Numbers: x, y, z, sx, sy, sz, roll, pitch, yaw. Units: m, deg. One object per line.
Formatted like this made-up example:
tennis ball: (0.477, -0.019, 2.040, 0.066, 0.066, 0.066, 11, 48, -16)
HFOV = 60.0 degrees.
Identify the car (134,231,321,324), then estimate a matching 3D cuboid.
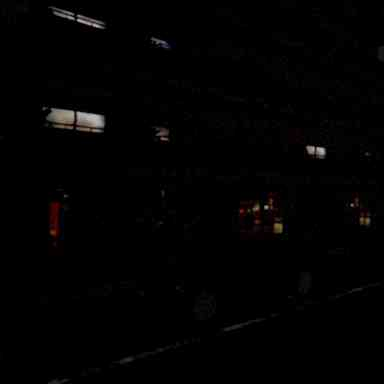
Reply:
car: (0.949, 1.590, 7.238, 4.507, 1.381, 1.887, 1, 0, -36)
